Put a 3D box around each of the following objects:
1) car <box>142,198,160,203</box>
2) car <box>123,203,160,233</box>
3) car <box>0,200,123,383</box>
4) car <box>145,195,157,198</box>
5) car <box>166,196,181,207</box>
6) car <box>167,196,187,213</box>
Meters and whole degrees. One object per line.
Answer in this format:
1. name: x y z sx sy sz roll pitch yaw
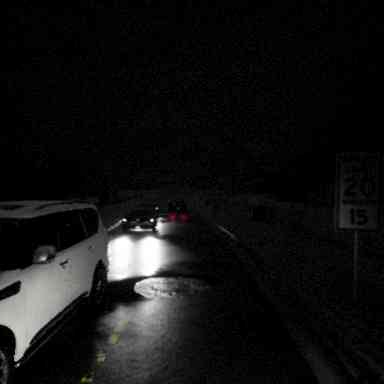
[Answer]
1. car: -4.030 1.528 31.736 1.895 1.301 4.718 1 0 -6
2. car: -2.973 1.557 19.692 1.895 1.301 4.718 1 0 -4
3. car: -2.817 1.173 4.786 2.150 2.045 5.566 1 0 2
4. car: -4.554 1.076 36.905 1.812 1.442 4.674 1 0 -6
5. car: -2.835 1.343 50.269 2.033 1.411 5.357 1 1 -4
6. car: -1.687 1.431 36.975 2.128 1.511 4.902 1 0 -6
